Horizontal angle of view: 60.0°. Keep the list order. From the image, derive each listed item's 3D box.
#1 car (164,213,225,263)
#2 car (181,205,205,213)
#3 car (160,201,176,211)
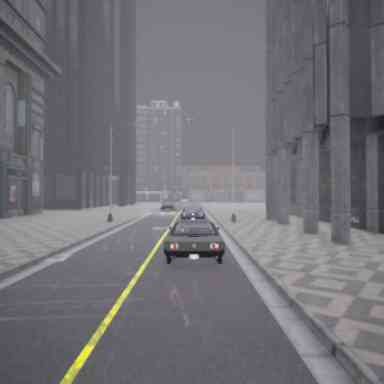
[{"bbox_3d":[0.080,1.668,12.217,1.895,1.301,4.718,0,0,0],"label":"car"},{"bbox_3d":[0.079,1.754,27.279,1.895,1.301,4.718,0,0,0],"label":"car"},{"bbox_3d":[-3.091,1.868,43.943,1.895,1.301,4.718,0,0,0],"label":"car"}]
